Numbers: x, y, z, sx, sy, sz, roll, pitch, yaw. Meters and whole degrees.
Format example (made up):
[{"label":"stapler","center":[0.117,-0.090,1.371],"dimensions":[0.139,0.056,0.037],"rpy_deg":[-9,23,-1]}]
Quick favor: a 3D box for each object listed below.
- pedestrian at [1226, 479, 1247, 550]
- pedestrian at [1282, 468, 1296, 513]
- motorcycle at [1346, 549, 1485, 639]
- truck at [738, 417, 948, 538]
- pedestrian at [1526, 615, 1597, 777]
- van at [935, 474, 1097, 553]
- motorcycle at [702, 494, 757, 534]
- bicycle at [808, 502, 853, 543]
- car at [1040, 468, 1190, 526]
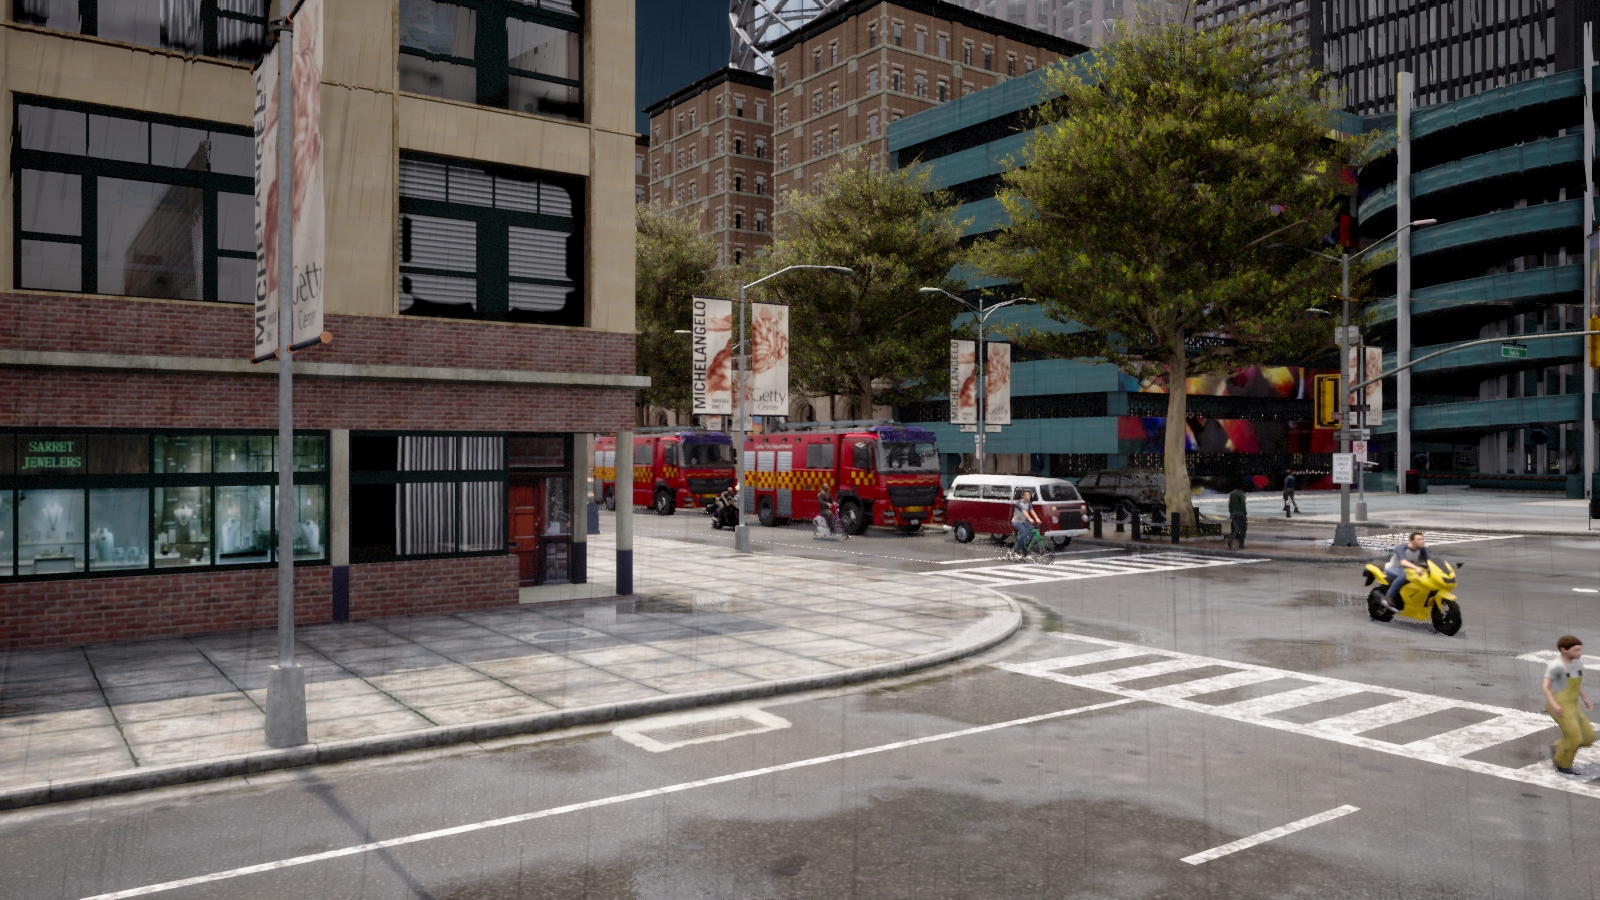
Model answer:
[{"label":"pedestrian","center":[11.562,1.693,30.280],"dimensions":[0.375,1.860,0.375],"rpy_deg":[0,0,-27]},{"label":"pedestrian","center":[20.398,1.679,47.674],"dimensions":[0.375,1.860,0.375],"rpy_deg":[0,0,-20]},{"label":"motorcycle","center":[9.554,2.206,17.839],"dimensions":[0.803,1.145,2.033],"rpy_deg":[0,0,-11]},{"label":"truck","center":[1.274,0.881,40.470],"dimensions":[2.891,3.827,8.468],"rpy_deg":[0,0,-35]},{"label":"pedestrian","center":[6.624,2.124,9.944],"dimensions":[0.375,1.300,0.375],"rpy_deg":[0,0,-24]},{"label":"van","center":[6.244,1.774,33.442],"dimensions":[2.069,2.038,4.480],"rpy_deg":[0,0,-35]},{"label":"motorcycle","center":[-2.456,2.197,39.696],"dimensions":[0.867,1.251,2.209],"rpy_deg":[0,0,-35]},{"label":"bicycle","center":[0.925,2.202,34.890],"dimensions":[0.329,1.171,1.835],"rpy_deg":[0,0,-35]},{"label":"car","center":[12.263,1.766,44.872],"dimensions":[2.150,2.045,5.566],"rpy_deg":[0,0,-35]}]
